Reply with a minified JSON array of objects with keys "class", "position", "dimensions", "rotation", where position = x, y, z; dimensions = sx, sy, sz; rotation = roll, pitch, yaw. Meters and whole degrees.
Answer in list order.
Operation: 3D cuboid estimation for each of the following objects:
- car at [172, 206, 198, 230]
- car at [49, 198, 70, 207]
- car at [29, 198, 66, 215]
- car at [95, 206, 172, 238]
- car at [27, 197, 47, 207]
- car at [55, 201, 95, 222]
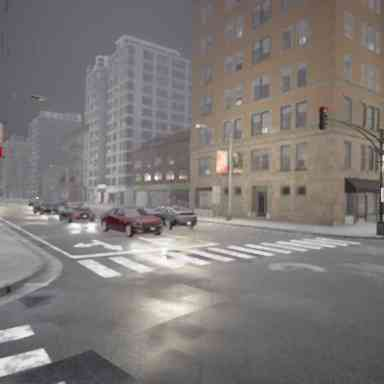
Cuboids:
[{"class":"car","position":[-1.584,1.663,22.040],"dimensions":[2.128,1.511,4.902],"rotation":[2,-1,-36]},{"class":"car","position":[-22.565,1.811,56.632],"dimensions":[2.033,1.411,5.357],"rotation":[2,-1,-36]},{"class":"car","position":[-15.522,1.633,35.463],"dimensions":[2.033,1.411,5.357],"rotation":[2,-1,-36]},{"class":"car","position":[-3.482,1.575,18.804],"dimensions":[1.882,1.535,5.008],"rotation":[2,-1,-37]},{"class":"car","position":[-26.200,1.685,56.120],"dimensions":[2.128,1.511,4.902],"rotation":[2,-1,-36]},{"class":"car","position":[-9.275,1.649,26.816],"dimensions":[1.994,1.385,4.181],"rotation":[2,-1,-36]}]
